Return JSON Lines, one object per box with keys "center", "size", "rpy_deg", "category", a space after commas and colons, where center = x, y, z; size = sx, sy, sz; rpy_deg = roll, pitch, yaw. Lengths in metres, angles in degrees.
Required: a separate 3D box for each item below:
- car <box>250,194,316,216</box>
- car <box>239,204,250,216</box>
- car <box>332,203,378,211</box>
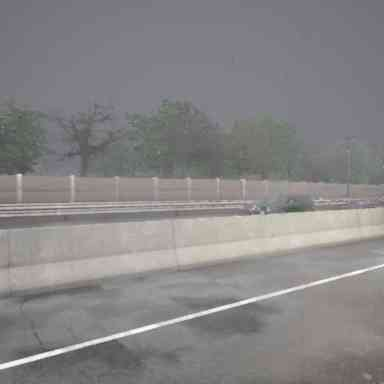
{"center": [7.558, 1.218, 26.516], "size": [5.566, 2.045, 2.150], "rpy_deg": [0, 0, -35], "category": "car"}
{"center": [6.417, 1.348, 29.989], "size": [4.553, 1.767, 2.097], "rpy_deg": [0, 0, -35], "category": "car"}
{"center": [12.817, 1.544, 25.944], "size": [5.357, 1.411, 2.033], "rpy_deg": [0, 0, -35], "category": "car"}
